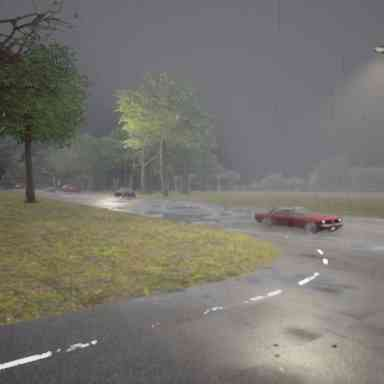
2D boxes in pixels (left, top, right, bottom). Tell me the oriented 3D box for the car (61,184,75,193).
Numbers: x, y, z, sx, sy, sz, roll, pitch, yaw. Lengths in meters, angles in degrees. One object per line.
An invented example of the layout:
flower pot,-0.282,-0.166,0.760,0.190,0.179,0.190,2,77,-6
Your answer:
car,-30.197,-0.850,81.045,2.150,2.045,5.566,-1,2,-35

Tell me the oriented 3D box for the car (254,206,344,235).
car,5.778,1.475,18.439,1.895,1.301,4.718,-1,2,-35

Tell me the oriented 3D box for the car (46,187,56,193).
car,-33.061,-0.444,77.985,2.033,1.411,5.357,-1,2,-29

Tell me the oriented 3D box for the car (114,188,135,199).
car,-10.993,0.088,54.057,2.097,1.767,4.553,-1,2,-35
